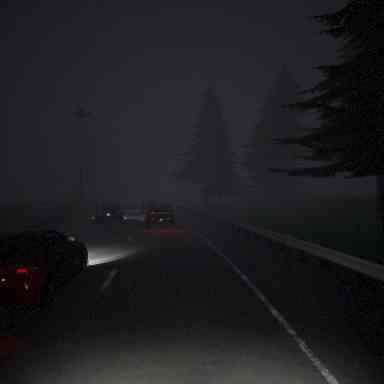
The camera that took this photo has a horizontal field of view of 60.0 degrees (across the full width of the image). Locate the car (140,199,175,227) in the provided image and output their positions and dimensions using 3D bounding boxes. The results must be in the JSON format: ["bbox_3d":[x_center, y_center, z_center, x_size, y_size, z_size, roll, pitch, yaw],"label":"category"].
[{"bbox_3d":[-2.264,1.503,22.802,2.128,1.511,4.902,0,0,-9],"label":"car"}]

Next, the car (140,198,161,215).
[{"bbox_3d":[-4.523,1.496,35.465,1.882,1.535,5.008,0,0,-11],"label":"car"}]

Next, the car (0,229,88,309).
[{"bbox_3d":[-3.889,1.575,7.955,1.994,1.385,4.181,0,0,-4],"label":"car"}]

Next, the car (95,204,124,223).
[{"bbox_3d":[-6.301,1.584,25.695,1.994,1.385,4.181,0,0,-10],"label":"car"}]
